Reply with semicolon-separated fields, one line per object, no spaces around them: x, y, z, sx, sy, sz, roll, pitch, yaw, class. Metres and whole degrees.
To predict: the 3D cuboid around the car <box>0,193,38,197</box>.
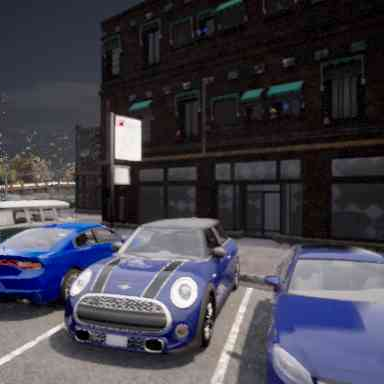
-20.576;1.225;36.763;5.566;2.045;2.435;1;0;14;car

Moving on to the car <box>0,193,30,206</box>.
-29.532;1.225;53.802;5.566;2.045;2.435;-1;-1;14;car

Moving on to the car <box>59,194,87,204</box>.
-22.767;1.356;63.796;4.553;1.767;2.185;-1;0;14;car

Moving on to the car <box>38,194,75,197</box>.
-17.323;1.227;41.667;5.566;2.045;2.435;1;1;14;car

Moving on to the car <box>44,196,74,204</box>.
-24.492;1.482;61.317;4.892;1.521;2.231;-1;-1;14;car

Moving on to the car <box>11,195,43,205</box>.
-27.899;1.353;56.316;4.553;1.767;2.185;-1;-1;14;car

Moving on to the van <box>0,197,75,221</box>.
-5.248;1.256;10.048;1.878;1.987;4.442;0;-1;15;van

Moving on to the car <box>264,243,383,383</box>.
2.058;1.525;4.695;2.002;1.452;4.674;1;-1;16;car

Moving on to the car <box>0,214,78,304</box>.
-2.838;1.481;8.183;2.097;1.535;5.008;0;-1;16;car

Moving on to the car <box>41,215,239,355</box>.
-0.370;1.358;6.472;2.185;1.767;4.553;1;-1;15;car

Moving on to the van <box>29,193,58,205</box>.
-26.294;1.255;58.832;4.442;1.987;1.878;-1;0;14;van

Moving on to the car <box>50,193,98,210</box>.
-15.667;1.228;44.119;5.566;2.045;2.435;1;1;14;car

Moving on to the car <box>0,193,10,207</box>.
-31.278;1.224;51.288;5.566;2.045;2.435;-1;0;14;car
